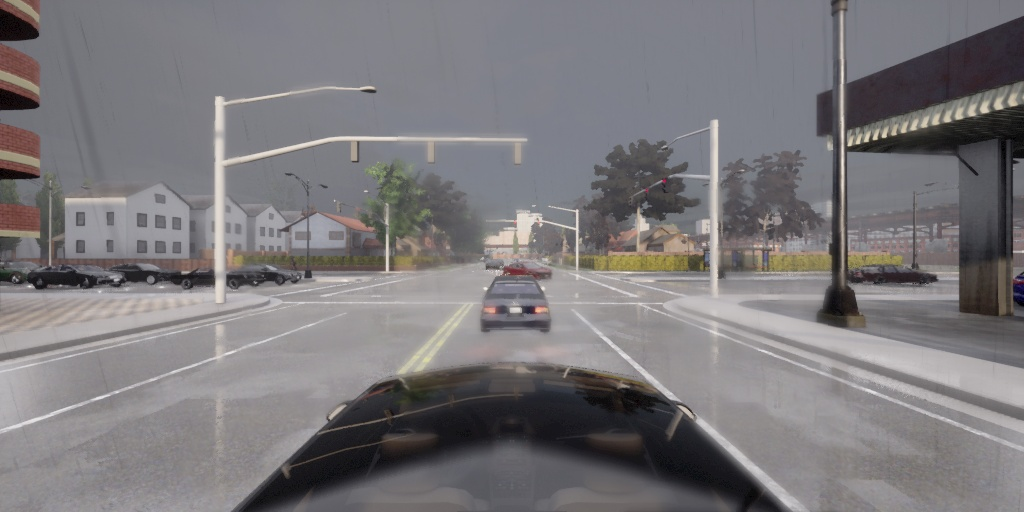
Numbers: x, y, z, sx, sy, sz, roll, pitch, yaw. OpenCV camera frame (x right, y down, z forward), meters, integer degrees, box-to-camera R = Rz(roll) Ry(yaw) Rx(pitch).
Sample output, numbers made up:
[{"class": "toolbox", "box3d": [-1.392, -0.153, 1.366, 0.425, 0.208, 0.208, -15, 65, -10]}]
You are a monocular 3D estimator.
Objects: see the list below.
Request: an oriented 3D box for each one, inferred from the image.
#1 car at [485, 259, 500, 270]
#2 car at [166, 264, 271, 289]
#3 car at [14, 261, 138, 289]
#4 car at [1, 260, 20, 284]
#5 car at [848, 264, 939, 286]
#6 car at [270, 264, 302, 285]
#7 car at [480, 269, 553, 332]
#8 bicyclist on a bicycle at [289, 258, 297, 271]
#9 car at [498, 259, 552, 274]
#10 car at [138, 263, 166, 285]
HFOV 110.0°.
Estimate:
[{"class": "car", "box3d": [-2.843, 1.252, 51.967, 1.837, 1.490, 4.892, 0, 1, 0]}, {"class": "car", "box3d": [-18.094, 1.351, 22.285, 4.718, 1.301, 1.895, 0, 0, 1]}, {"class": "car", "box3d": [-27.126, 1.242, 22.442, 4.902, 1.511, 2.128, 0, 0, 1]}, {"class": "car", "box3d": [-36.057, 1.102, 26.084, 4.553, 1.767, 2.097, 0, 0, 1]}, {"class": "car", "box3d": [26.258, 1.297, 25.103, 5.357, 1.411, 2.033, 0, 0, 1]}, {"class": "car", "box3d": [-17.710, 1.276, 25.812, 4.674, 1.442, 1.812, 0, 0, 1]}, {"class": "car", "box3d": [0.085, 1.297, 10.768, 2.033, 1.411, 5.357, 0, 0, 0]}, {"class": "bicyclist on a bicycle", "box3d": [-26.527, 1.051, 43.416, 0.582, 1.620, 1.656, 0, 0, 1]}, {"class": "car", "box3d": [1.212, 1.228, 29.166, 1.882, 1.535, 5.008, -1, 1, -35]}, {"class": "car", "box3d": [-26.772, 1.228, 25.935, 5.008, 1.535, 1.882, 0, 0, 1]}]
